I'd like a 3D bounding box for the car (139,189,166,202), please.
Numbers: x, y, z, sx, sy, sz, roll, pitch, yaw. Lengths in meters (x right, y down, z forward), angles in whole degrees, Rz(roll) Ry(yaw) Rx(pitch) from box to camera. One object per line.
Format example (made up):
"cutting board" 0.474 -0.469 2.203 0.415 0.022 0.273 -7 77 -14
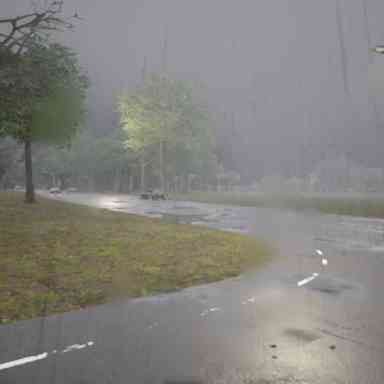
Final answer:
"car" -5.579 0.347 46.422 2.097 1.767 4.553 -1 2 -35

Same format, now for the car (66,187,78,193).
"car" -28.435 -0.437 78.610 1.994 1.385 4.181 -1 2 -35

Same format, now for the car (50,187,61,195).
"car" -29.072 -0.283 70.748 1.882 1.535 5.008 -1 2 -28
